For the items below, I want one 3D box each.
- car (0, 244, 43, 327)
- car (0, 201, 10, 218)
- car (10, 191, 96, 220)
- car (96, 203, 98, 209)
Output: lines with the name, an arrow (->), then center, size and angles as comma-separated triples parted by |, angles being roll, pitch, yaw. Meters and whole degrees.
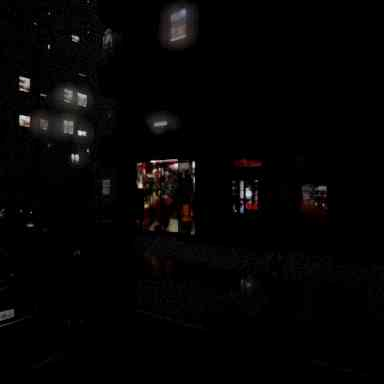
car -> -4.480, 1.551, 6.082 | 4.403, 1.369, 2.008 | 0, 0, 36
car -> -14.013, 1.350, 26.106 | 2.008, 1.369, 4.403 | 1, 1, 35
car -> -10.764, 0.993, 26.252 | 2.150, 2.045, 5.566 | 0, 1, 35
car -> -10.917, 1.249, 30.527 | 1.752, 1.417, 4.829 | 1, 1, 35
